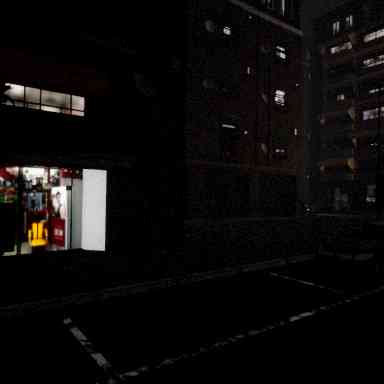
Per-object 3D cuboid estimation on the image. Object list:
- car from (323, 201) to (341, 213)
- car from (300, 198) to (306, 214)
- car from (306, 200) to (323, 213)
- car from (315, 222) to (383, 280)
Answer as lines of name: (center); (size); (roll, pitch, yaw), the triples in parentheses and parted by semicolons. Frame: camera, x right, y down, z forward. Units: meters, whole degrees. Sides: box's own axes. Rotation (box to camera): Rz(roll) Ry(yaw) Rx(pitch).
car: (15.508, 1.708, 40.460); (1.752, 1.417, 4.829); (1, -1, -35)
car: (9.164, 1.328, 35.792); (2.192, 1.841, 5.009); (1, -1, -35)
car: (11.555, 1.417, 36.681); (2.097, 1.767, 4.553); (2, -1, -35)
car: (5.469, 1.588, 9.929); (4.206, 1.307, 1.802); (0, 1, -35)
